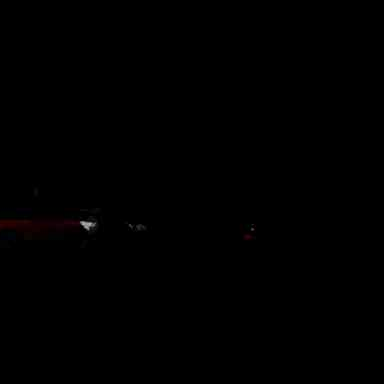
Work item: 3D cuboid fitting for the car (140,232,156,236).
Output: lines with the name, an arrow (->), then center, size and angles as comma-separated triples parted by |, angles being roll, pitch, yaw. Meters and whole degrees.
car -> -5.524, 4.210, 27.909 | 5.566, 2.045, 2.435 | 2, 1, 17

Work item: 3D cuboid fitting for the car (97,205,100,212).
car -> -19.658, 3.508, 63.167 | 2.435, 2.045, 5.566 | 1, 1, 19

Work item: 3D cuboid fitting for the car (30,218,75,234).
car -> -17.087, 4.123, 40.700 | 4.792, 1.488, 2.163 | 0, 0, 17

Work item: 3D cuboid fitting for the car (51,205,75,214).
car -> -26.693, 3.605, 68.843 | 2.002, 1.452, 4.674 | 1, 1, 19

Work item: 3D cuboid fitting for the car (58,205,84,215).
car -> -24.288, 3.623, 67.139 | 1.946, 1.575, 5.366 | 1, 1, 19

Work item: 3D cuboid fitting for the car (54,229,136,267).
car -> -7.415, 4.208, 25.503 | 5.566, 2.045, 2.435 | 2, 2, 17

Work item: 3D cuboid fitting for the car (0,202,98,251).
car -> -6.906, 1.478, 14.837 | 2.097, 1.767, 4.553 | 2, -3, 37

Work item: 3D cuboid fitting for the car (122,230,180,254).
car -> -3.696, 4.492, 30.318 | 4.792, 1.488, 2.163 | 2, 1, 18

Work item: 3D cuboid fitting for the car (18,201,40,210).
car -> -38.352, 3.118, 78.306 | 2.185, 1.767, 4.553 | 1, 1, 19

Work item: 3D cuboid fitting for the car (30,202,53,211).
car -> -33.716, 3.246, 74.472 | 2.185, 1.767, 4.553 | 1, 1, 19

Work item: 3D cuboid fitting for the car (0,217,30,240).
car -> -20.679, 3.840, 35.987 | 5.566, 2.045, 2.435 | 0, 0, 17

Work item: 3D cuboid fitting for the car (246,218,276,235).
car -> 6.964, 3.388, 33.071 | 1.837, 1.490, 4.892 | 2, -3, 32

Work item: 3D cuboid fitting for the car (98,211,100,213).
car -> -15.343, 3.843, 43.039 | 5.566, 2.045, 2.435 | 0, 1, 18

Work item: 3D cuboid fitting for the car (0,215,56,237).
car -> -18.880, 3.841, 38.337 | 5.566, 2.045, 2.435 | 0, 0, 17

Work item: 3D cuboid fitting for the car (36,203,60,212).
car -> -31.356, 3.436, 72.619 | 2.097, 1.535, 5.008 | 1, 2, 19

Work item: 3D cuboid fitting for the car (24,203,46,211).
car -> -36.037, 3.348, 76.391 | 2.002, 1.452, 4.674 | 1, 1, 19
